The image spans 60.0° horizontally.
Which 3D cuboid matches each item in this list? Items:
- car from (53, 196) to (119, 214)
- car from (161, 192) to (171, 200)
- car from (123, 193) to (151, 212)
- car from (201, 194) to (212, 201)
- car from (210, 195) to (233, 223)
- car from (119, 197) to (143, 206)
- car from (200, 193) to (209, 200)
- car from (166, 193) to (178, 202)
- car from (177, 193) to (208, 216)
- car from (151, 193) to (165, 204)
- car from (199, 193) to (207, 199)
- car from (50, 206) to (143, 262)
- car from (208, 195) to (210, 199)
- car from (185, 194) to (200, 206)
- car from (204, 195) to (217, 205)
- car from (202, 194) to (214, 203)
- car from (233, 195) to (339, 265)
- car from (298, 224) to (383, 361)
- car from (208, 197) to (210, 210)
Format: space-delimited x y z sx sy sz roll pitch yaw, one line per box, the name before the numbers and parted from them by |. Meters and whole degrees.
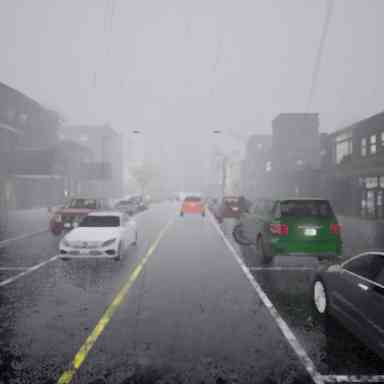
car | -5.686 1.177 17.688 2.192 1.841 5.009 1 0 0
car | -5.837 0.883 74.415 1.967 1.590 4.097 0 0 0
car | -5.693 1.177 34.287 1.967 1.590 4.097 1 0 0
car | 2.804 1.065 66.518 1.947 1.339 4.313 0 0 0
car | 2.692 1.135 23.222 2.192 1.841 5.009 1 0 0
car | -5.693 1.360 28.755 1.802 1.307 4.206 1 0 0
car | 2.801 1.017 75.519 1.802 1.307 4.206 0 0 0
car | -3.024 1.043 59.546 2.128 1.511 4.902 0 0 0
car | 0.060 1.122 29.715 2.097 1.767 4.553 0 0 0
car | -5.770 1.127 52.361 1.752 1.417 4.829 1 0 0
car | 2.798 0.917 84.520 1.887 1.381 4.507 0 0 0
car | -3.103 1.432 11.919 1.812 1.442 4.674 0 0 0
car | 2.686 1.303 34.289 1.947 1.339 4.313 1 0 0
car | 0.066 1.133 47.222 2.128 1.511 4.902 0 1 0
car | 2.741 1.139 50.752 1.752 1.417 4.829 0 0 0
car | 2.778 1.105 58.973 2.008 1.369 4.403 0 0 0
car | 3.058 1.132 11.525 2.150 2.045 5.566 0 1 -2
car | 3.145 1.469 4.391 1.837 1.490 4.892 0 0 0
car | 2.688 1.344 28.756 1.947 1.339 4.313 1 0 0
